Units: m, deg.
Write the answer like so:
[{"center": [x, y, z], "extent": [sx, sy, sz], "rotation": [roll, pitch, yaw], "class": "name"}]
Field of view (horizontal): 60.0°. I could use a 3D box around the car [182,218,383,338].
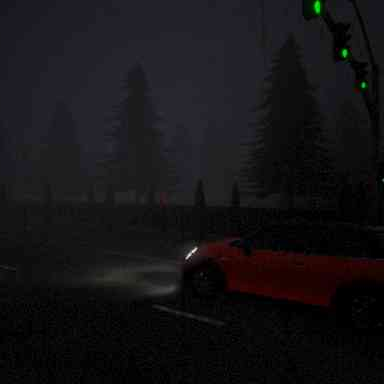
[{"center": [1.980, 1.353, 6.879], "extent": [4.553, 1.767, 2.097], "rotation": [0, 0, 36], "class": "car"}]
